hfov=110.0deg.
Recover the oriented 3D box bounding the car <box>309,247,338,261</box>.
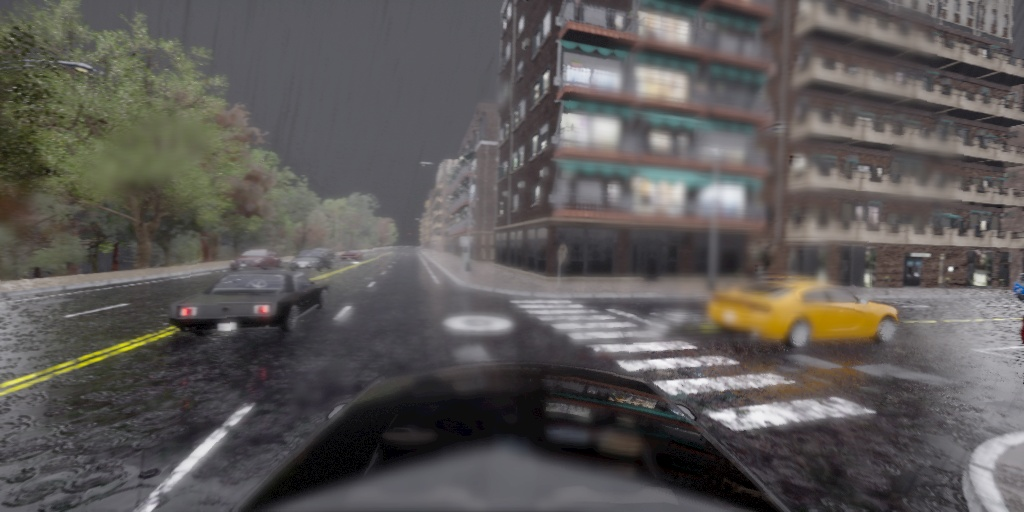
[{"bbox_3d":[-21.893,-0.264,41.856,1.882,1.535,5.008,1,1,-15],"label":"car"}]

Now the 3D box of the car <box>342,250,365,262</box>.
[{"bbox_3d":[-18.561,-0.062,41.965,1.895,1.301,4.718,1,1,-15],"label":"car"}]

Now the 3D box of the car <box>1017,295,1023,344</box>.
[{"bbox_3d":[14.284,1.728,8.391,4.507,1.381,1.888,0,0,-16],"label":"car"}]

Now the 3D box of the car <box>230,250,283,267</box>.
[{"bbox_3d":[-17.178,0.296,24.419,1.812,1.442,4.674,1,1,-15],"label":"car"}]

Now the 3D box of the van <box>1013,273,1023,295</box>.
[{"bbox_3d":[33.559,1.966,22.434,3.998,1.789,1.690,0,0,-16],"label":"van"}]

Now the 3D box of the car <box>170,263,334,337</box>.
[{"bbox_3d":[-6.081,1.033,9.111,1.895,1.301,4.718,1,1,-15],"label":"car"}]

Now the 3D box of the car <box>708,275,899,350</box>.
[{"bbox_3d":[7.629,1.393,9.389,5.008,1.535,1.882,2,1,-17],"label":"car"}]

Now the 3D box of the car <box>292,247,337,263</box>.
[{"bbox_3d":[-14.139,0.308,25.623,2.128,1.511,4.902,1,1,-15],"label":"car"}]
